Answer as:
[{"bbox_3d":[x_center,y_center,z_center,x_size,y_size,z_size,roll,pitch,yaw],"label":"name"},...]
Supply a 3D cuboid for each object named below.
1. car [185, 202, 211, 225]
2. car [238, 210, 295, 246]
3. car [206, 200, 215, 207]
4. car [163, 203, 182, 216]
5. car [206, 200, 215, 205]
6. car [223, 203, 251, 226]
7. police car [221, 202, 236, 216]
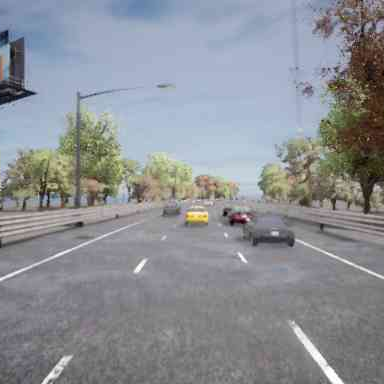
[{"bbox_3d":[0.456,1.854,27.678,1.801,1.575,5.366,0,-1,3],"label":"car"},{"bbox_3d":[3.685,1.802,16.576,1.994,1.385,4.181,0,-1,1],"label":"car"},{"bbox_3d":[3.959,2.771,77.904,1.895,1.301,4.718,0,-1,6],"label":"car"},{"bbox_3d":[-2.346,2.071,40.342,2.128,1.511,4.902,1,0,3],"label":"car"},{"bbox_3d":[4.944,2.753,88.174,1.994,1.385,4.181,0,-1,7],"label":"car"},{"bbox_3d":[4.003,1.902,27.479,2.163,1.488,4.792,0,-1,2],"label":"car"},{"bbox_3d":[4.476,1.988,38.427,1.930,1.638,5.238,0,-1,3],"label":"police car"}]
